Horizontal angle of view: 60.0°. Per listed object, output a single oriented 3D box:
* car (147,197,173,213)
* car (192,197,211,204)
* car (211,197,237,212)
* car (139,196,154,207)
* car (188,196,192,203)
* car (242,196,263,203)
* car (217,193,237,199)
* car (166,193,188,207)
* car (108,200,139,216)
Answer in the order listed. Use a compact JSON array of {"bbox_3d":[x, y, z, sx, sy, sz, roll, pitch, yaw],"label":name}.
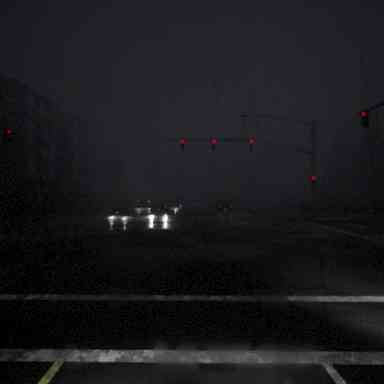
[{"bbox_3d":[-3.503,1.588,37.045,1.895,1.301,4.718,0,0,-1],"label":"car"},{"bbox_3d":[2.395,1.579,65.279,1.895,1.301,4.718,0,0,29],"label":"car"},{"bbox_3d":[3.611,1.588,38.521,1.895,1.301,4.718,0,0,-1],"label":"car"},{"bbox_3d":[-6.524,1.336,48.408,2.097,1.767,4.553,0,0,7],"label":"car"},{"bbox_3d":[-1.546,1.526,65.496,2.033,1.411,5.357,0,0,27],"label":"car"},{"bbox_3d":[11.828,1.503,66.870,1.812,1.442,4.674,0,0,39],"label":"car"},{"bbox_3d":[6.859,1.200,65.971,2.150,2.045,5.566,0,0,35],"label":"car"},{"bbox_3d":[-2.680,1.206,51.233,2.150,2.045,5.566,0,0,11],"label":"car"},{"bbox_3d":[-6.948,1.536,33.343,2.033,1.411,5.357,0,0,-1],"label":"car"}]
